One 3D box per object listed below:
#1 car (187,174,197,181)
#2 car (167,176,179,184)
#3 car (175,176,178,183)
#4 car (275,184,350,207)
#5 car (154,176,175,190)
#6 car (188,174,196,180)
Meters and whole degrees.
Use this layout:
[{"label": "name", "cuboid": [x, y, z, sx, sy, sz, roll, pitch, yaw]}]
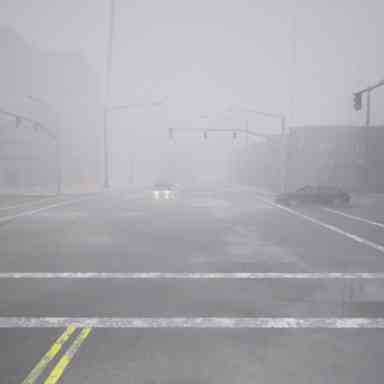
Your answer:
[{"label": "car", "cuboid": [0.015, -2.977, 70.906, 1.994, 1.385, 4.181, 0, 4, 0]}, {"label": "car", "cuboid": [-3.552, -2.287, 61.513, 1.895, 1.301, 4.718, 0, 4, 0]}, {"label": "car", "cuboid": [-3.584, -1.695, 51.338, 1.837, 1.490, 4.892, 0, 4, 0]}, {"label": "car", "cuboid": [8.240, 0.229, 22.890, 4.892, 1.490, 1.837, 0, 4, 0]}, {"label": "car", "cuboid": [-3.589, -0.966, 41.432, 1.994, 1.385, 4.181, 0, 4, 0]}, {"label": "car", "cuboid": [0.017, -3.703, 80.733, 2.033, 1.411, 5.357, 0, 4, 0]}]
